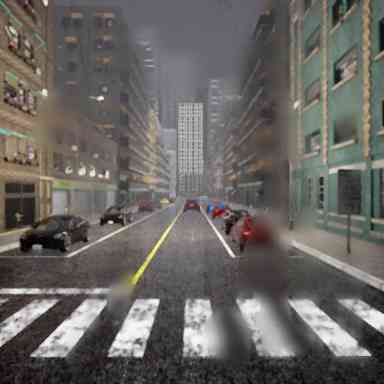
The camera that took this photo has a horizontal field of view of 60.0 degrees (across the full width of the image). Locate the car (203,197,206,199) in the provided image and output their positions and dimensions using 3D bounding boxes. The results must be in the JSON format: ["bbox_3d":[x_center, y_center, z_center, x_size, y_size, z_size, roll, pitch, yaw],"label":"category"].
[{"bbox_3d":[2.676,1.987,58.769,1.752,1.417,4.829,-1,0,0],"label":"car"}]

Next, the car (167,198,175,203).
[{"bbox_3d":[-5.708,2.281,91.750,1.887,1.381,4.507,0,0,0],"label":"car"}]

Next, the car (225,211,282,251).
[{"bbox_3d":[2.682,1.692,14.413,1.802,1.307,4.206,0,0,0],"label":"car"}]

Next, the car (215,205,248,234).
[{"bbox_3d":[2.682,1.718,19.936,1.947,1.339,4.313,0,0,0],"label":"car"}]

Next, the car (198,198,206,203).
[{"bbox_3d":[2.673,2.287,91.738,2.008,1.369,4.403,-1,0,0],"label":"car"}]

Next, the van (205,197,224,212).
[{"bbox_3d":[2.678,1.624,36.507,1.690,1.788,3.998,0,0,0],"label":"van"}]

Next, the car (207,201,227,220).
[{"bbox_3d":[2.680,1.784,30.983,1.887,1.381,4.507,0,0,0],"label":"car"}]

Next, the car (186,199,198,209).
[{"bbox_3d":[-0.006,1.900,53.874,1.882,1.535,5.008,0,0,0],"label":"car"}]

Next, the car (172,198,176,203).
[{"bbox_3d":[-5.707,2.256,86.226,1.947,1.339,4.313,0,0,0],"label":"car"}]

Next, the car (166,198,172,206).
[{"bbox_3d":[-5.706,2.076,69.488,1.752,1.417,4.829,0,0,0],"label":"car"}]

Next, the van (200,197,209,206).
[{"bbox_3d":[2.673,1.893,69.648,1.690,1.788,3.998,-1,0,0],"label":"van"}]

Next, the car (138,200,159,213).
[{"bbox_3d":[-5.702,1.872,42.041,1.887,1.381,4.507,0,0,0],"label":"car"}]

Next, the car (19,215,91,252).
[{"bbox_3d":[-5.699,1.676,14.424,1.947,1.339,4.313,0,0,0],"label":"car"}]

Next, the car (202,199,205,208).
[{"bbox_3d":[2.679,1.893,42.029,1.947,1.339,4.313,0,0,0],"label":"car"}]

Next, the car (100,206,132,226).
[{"bbox_3d":[-5.700,1.762,25.471,1.947,1.339,4.313,0,0,0],"label":"car"}]

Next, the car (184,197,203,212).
[{"bbox_3d":[-0.006,1.693,43.839,2.097,1.767,4.553,0,0,0],"label":"car"}]

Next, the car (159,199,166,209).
[{"bbox_3d":[-5.703,1.998,53.087,1.802,1.307,4.206,0,0,0],"label":"car"}]
